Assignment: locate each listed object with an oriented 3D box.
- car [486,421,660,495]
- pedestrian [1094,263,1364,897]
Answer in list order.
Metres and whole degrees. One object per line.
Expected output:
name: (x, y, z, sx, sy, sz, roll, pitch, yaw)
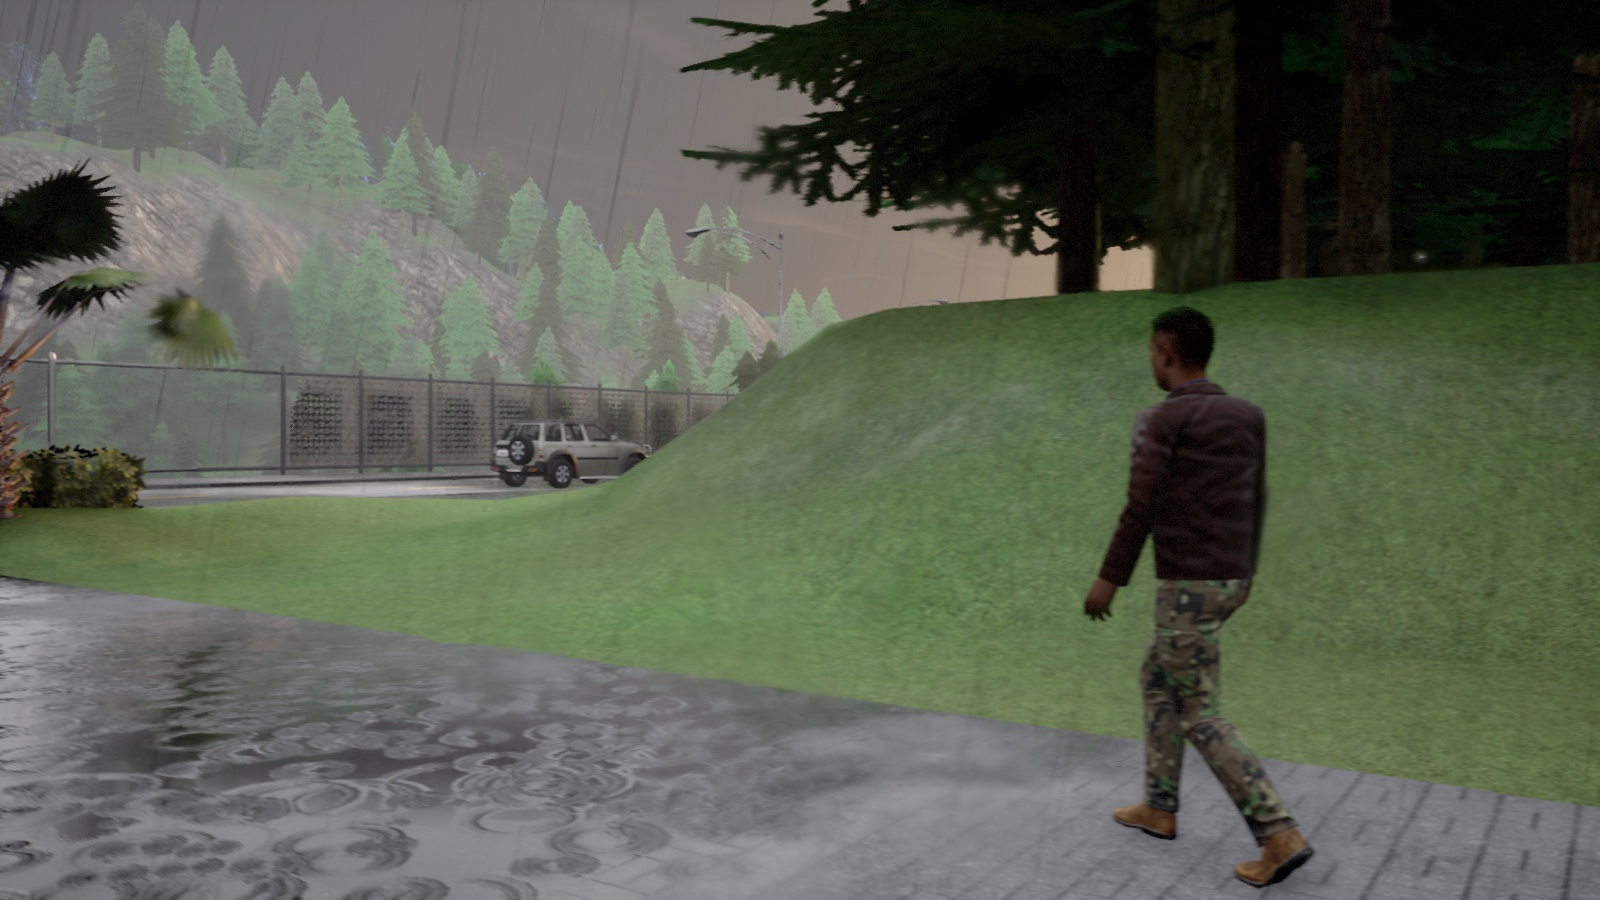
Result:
car: (-6.019, 0.160, 33.771, 1.932, 1.855, 4.605, 0, 1, 34)
pedestrian: (1.366, 0.374, 4.054, 0.431, 1.840, 0.703, -1, 1, -32)
